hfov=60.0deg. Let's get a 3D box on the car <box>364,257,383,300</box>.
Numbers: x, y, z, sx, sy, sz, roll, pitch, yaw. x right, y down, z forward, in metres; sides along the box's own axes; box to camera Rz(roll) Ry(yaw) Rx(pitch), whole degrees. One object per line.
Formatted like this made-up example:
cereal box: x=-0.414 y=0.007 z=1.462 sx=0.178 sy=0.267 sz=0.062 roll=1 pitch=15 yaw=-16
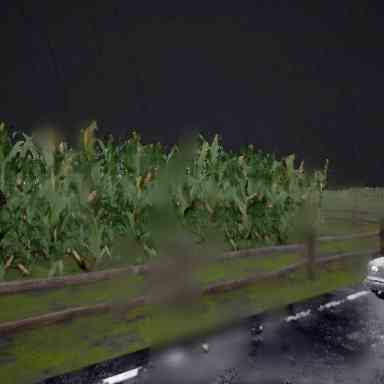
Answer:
car: x=5.719 y=1.575 z=7.133 sx=4.718 sy=1.301 sz=1.895 roll=0 pitch=0 yaw=-35
